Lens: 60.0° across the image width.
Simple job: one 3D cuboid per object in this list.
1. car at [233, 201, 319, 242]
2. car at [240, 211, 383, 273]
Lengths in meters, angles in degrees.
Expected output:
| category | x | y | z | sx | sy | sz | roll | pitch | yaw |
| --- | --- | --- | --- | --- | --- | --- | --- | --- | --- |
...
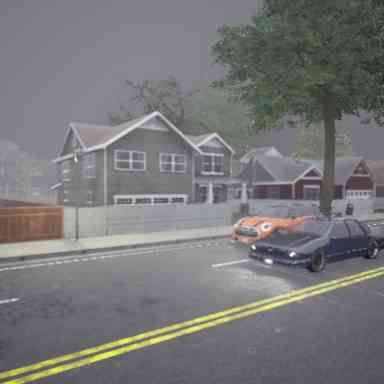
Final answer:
| category | x | y | z | sx | sy | sz | roll | pitch | yaw |
| --- | --- | --- | --- | --- | --- | --- | --- | --- | --- |
| car | 3.917 | 1.317 | 14.462 | 4.553 | 1.767 | 2.097 | 0 | 0 | -35 |
| car | 4.284 | 1.519 | 10.735 | 5.357 | 1.411 | 2.033 | 0 | 0 | -35 |
